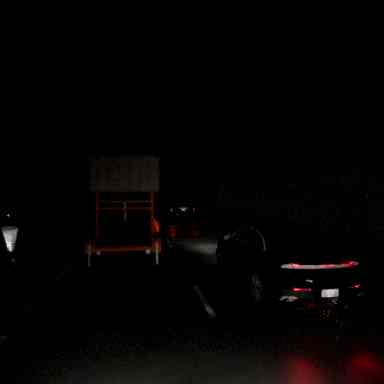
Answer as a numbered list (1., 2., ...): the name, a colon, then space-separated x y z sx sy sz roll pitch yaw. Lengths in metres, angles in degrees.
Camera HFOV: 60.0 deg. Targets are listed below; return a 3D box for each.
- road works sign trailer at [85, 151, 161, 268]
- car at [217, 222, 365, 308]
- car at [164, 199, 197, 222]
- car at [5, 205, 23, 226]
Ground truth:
1. road works sign trailer: -2.271 0.443 11.308 2.380 3.560 2.880 0 0 -9
2. car: 1.923 1.472 7.965 2.128 1.511 4.902 0 0 -9
3. car: -0.981 1.299 25.766 2.097 1.767 4.553 0 0 -9
4. car: -11.496 1.565 23.674 1.895 1.301 4.718 0 0 -9
